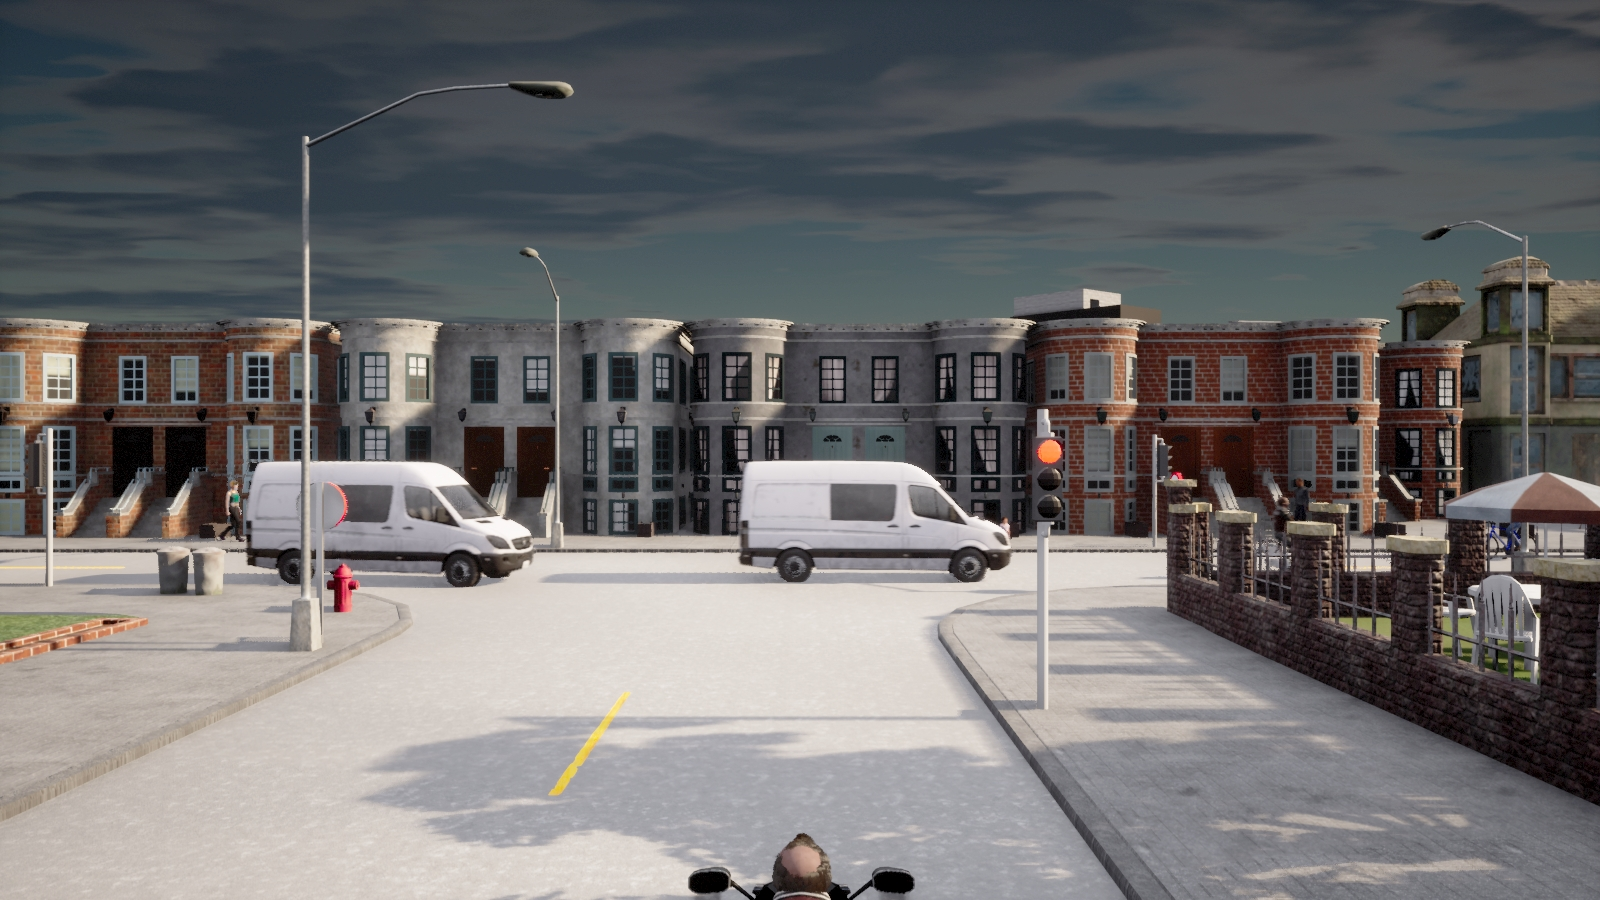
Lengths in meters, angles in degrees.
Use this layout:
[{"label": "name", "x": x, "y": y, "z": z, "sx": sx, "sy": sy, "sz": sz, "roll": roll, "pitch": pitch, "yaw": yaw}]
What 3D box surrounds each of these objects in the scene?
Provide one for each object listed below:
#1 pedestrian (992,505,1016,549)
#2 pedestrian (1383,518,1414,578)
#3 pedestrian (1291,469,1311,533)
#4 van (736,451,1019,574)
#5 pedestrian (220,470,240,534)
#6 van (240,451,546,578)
[{"label": "pedestrian", "x": 5.317, "y": 1.997, "z": 29.764, "sx": 0.500, "sy": 1.100, "sz": 0.500, "roll": 0, "pitch": 0, "yaw": -7}, {"label": "pedestrian", "x": 11.578, "y": 1.887, "z": 22.114, "sx": 0.500, "sy": 1.100, "sz": 0.500, "roll": 0, "pitch": 0, "yaw": 24}, {"label": "pedestrian", "x": 14.762, "y": 1.494, "z": 33.663, "sx": 0.375, "sy": 1.860, "sz": 0.375, "roll": 0, "pitch": 0, "yaw": -16}, {"label": "van", "x": 1.627, "y": 1.304, "z": 24.919, "sx": 5.915, "sy": 2.561, "sz": 1.988, "roll": 0, "pitch": 0, "yaw": 0}, {"label": "pedestrian", "x": -16.694, "y": 1.511, "z": 33.483, "sx": 0.375, "sy": 1.860, "sz": 0.375, "roll": 0, "pitch": 0, "yaw": 7}, {"label": "van", "x": -8.621, "y": 1.305, "z": 24.382, "sx": 5.915, "sy": 2.561, "sz": 1.988, "roll": 0, "pitch": 0, "yaw": 9}]
